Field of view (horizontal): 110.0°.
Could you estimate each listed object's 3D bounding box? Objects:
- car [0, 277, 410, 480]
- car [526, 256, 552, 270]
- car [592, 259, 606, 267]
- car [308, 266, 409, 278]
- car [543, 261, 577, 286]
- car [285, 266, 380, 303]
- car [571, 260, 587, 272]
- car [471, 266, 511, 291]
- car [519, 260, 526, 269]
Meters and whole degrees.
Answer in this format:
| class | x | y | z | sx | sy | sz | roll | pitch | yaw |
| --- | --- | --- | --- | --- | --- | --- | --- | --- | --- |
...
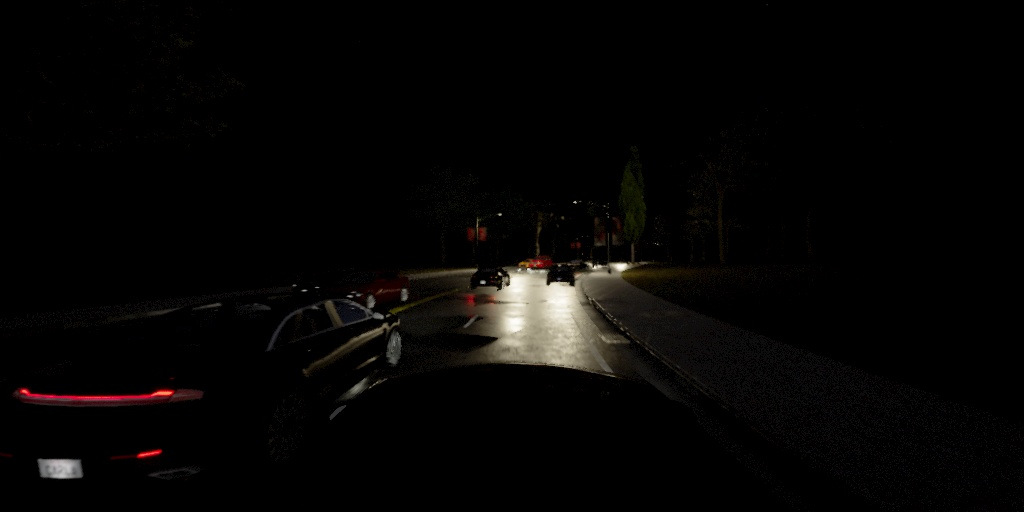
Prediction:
| class | x | y | z | sx | sy | sz | roll | pitch | yaw |
| --- | --- | --- | --- | --- | --- | --- | --- | --- | --- |
| car | -3.009 | 1.241 | 4.864 | 2.128 | 1.511 | 4.902 | 0 | 0 | 1 |
| car | 4.431 | 0.993 | 54.120 | 2.150 | 2.045 | 5.566 | -1 | 0 | 24 |
| car | 15.141 | 1.198 | 62.212 | 1.837 | 1.490 | 4.892 | -1 | 0 | 24 |
| car | -5.847 | 1.256 | 14.598 | 1.882 | 1.535 | 5.008 | 0 | 0 | 6 |
| car | 3.539 | 1.330 | 25.869 | 1.812 | 1.442 | 4.674 | 0 | 0 | 11 |
| car | -8.715 | 1.289 | 17.989 | 1.837 | 1.490 | 4.892 | 0 | 0 | 7 |
| car | 8.623 | 1.234 | 47.056 | 2.128 | 1.511 | 4.902 | 0 | 0 | 23 |
| car | -1.290 | 1.330 | 22.633 | 1.812 | 1.442 | 4.674 | 0 | 0 | 9 |
| car | 2.716 | 1.273 | 58.270 | 1.882 | 1.535 | 5.008 | -1 | 0 | 24 |
